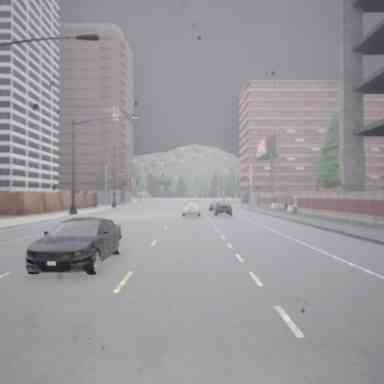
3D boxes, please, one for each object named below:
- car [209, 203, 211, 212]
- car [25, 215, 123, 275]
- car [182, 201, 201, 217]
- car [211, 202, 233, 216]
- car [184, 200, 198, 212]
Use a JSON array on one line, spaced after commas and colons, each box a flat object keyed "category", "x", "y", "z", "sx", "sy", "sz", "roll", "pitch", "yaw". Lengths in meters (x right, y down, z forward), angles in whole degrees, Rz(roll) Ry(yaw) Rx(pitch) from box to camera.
[{"category": "car", "x": 3.355, "y": 2.078, "z": 46.809, "sx": 1.895, "sy": 1.301, "sz": 4.718, "roll": 0, "pitch": -1, "yaw": 0}, {"category": "car", "x": -3.629, "y": 1.592, "z": 11.080, "sx": 1.882, "sy": 1.535, "sz": 5.008, "roll": 0, "pitch": -1, "yaw": 0}, {"category": "car", "x": -0.042, "y": 1.893, "z": 35.979, "sx": 1.812, "sy": 1.442, "sz": 4.674, "roll": 0, "pitch": -1, "yaw": 0}, {"category": "car", "x": 3.431, "y": 1.885, "z": 37.288, "sx": 1.837, "sy": 1.490, "sz": 4.892, "roll": 0, "pitch": -1, "yaw": 0}, {"category": "car", "x": -0.089, "y": 1.949, "z": 46.242, "sx": 1.882, "sy": 1.535, "sz": 5.008, "roll": 0, "pitch": -1, "yaw": 0}]
